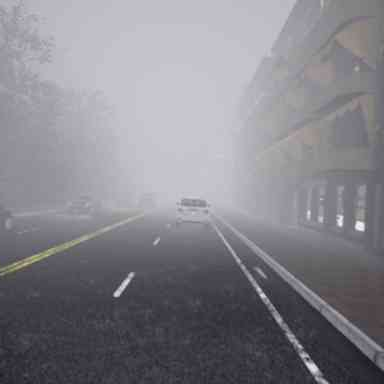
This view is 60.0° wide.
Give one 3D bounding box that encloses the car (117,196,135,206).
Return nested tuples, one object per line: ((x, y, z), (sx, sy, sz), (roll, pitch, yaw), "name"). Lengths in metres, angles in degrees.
((-9.659, 1.192, 48.672), (1.895, 1.301, 4.718), (3, 0, 0), "car")

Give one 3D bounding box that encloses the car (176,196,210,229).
((0.070, 1.376, 23.362), (2.150, 2.045, 5.566), (3, 0, 0), "car")

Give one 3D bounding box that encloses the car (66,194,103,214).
((-9.726, 1.022, 30.456), (2.097, 1.767, 4.553), (3, 0, 1), "car")

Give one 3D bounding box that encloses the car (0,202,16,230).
((-9.784, 1.077, 14.818), (1.837, 1.490, 4.892), (3, -1, 0), "car")

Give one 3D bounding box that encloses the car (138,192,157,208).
((-6.394, 0.996, 48.671), (2.150, 2.045, 5.566), (3, 0, 0), "car")
